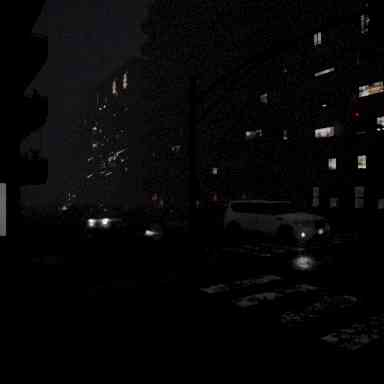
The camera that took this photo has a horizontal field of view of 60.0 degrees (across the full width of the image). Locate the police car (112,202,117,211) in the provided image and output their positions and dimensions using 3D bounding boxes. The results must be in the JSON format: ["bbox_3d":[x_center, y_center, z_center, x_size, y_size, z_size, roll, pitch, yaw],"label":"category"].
[{"bbox_3d":[-12.286,2.256,49.510,1.930,1.638,5.238,0,-1,-36],"label":"police car"}]

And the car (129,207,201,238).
[{"bbox_3d":[-1.773,1.832,19.966,1.752,1.417,4.829,-1,0,-36],"label":"car"}]

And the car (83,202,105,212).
[{"bbox_3d":[-16.326,2.432,55.091,1.882,1.535,5.008,0,-1,-36],"label":"car"}]

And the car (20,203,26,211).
[{"bbox_3d":[-31.801,2.769,61.365,1.887,1.381,4.507,-1,0,-36],"label":"car"}]

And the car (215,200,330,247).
[{"bbox_3d":[3.919,1.412,16.553,2.150,2.045,5.566,0,-1,-36],"label":"car"}]

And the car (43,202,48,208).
[{"bbox_3d":[-31.729,2.972,75.483,1.947,1.339,4.313,-1,0,-36],"label":"car"}]

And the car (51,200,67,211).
[{"bbox_3d":[-23.196,2.599,59.386,1.837,1.490,4.892,0,-1,-36],"label":"car"}]

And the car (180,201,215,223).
[{"bbox_3d":[1.517,1.713,29.640,2.192,1.841,5.009,-1,0,-36],"label":"car"}]

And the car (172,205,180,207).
[{"bbox_3d":[-1.802,2.045,34.223,1.887,1.381,4.507,-1,0,-36],"label":"car"}]

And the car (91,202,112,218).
[{"bbox_3d":[-11.217,2.011,37.438,2.097,1.767,4.553,0,-1,-36],"label":"car"}]

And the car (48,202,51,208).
[{"bbox_3d":[-28.411,2.622,70.900,2.192,1.841,5.009,-1,0,-36],"label":"car"}]

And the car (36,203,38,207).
[{"bbox_3d":[-38.376,3.167,84.655,1.947,1.339,4.313,-1,0,-36],"label":"car"}]

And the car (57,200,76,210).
[{"bbox_3d":[-25.085,2.523,66.314,2.192,1.841,5.009,-1,0,-36],"label":"car"}]

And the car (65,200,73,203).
[{"bbox_3d":[-17.665,2.418,51.760,2.128,1.511,4.902,0,-1,-36],"label":"car"}]

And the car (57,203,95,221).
[{"bbox_3d":[-11.848,2.163,33.857,1.887,1.381,4.507,-1,0,-36],"label":"car"}]

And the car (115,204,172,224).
[{"bbox_3d":[-4.156,1.989,27.688,2.033,1.411,5.357,0,-1,-36],"label":"car"}]

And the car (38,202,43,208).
[{"bbox_3d":[-35.055,3.049,80.068,1.887,1.381,4.507,-1,0,-36],"label":"car"}]
